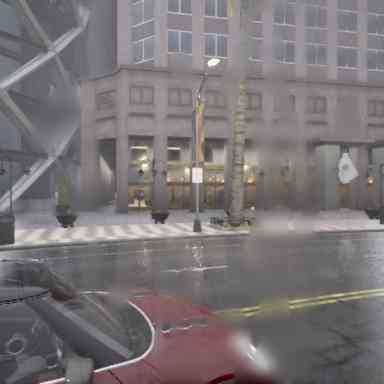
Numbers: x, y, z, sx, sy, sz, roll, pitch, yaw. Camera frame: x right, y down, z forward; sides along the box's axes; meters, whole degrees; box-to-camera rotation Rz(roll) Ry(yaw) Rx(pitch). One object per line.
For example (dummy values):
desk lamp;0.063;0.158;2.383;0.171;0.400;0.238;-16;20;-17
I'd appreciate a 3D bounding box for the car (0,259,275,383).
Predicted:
car;-1.510;1.353;2.506;4.553;1.767;2.097;0;0;-31
